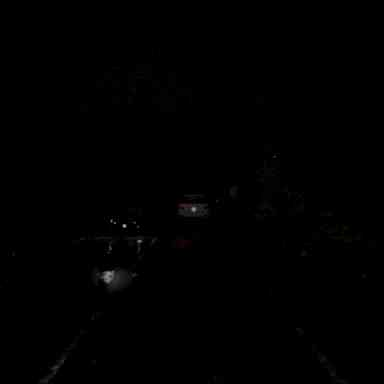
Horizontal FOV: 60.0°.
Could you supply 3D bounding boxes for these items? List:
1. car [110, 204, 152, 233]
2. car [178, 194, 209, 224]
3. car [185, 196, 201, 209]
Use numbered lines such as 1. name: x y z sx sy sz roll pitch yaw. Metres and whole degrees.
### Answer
1. car: -3.489 1.507 19.625 1.837 1.490 4.892 0 0 0
2. car: 0.115 1.178 24.596 2.150 2.045 5.566 0 1 0
3. car: 0.125 1.321 42.877 1.882 1.535 5.008 0 0 0
